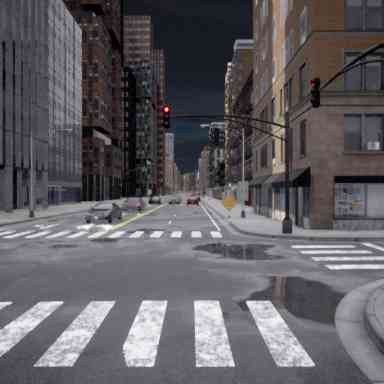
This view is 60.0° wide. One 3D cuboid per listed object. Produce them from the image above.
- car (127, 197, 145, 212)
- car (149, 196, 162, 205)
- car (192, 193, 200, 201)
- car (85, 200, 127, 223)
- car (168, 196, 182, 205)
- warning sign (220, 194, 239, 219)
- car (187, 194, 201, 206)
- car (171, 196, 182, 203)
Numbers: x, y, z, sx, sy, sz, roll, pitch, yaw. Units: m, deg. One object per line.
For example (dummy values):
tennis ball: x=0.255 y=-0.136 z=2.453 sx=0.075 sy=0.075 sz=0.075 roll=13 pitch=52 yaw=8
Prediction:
car: x=-6.592 y=1.356 z=37.783 sx=2.097 sy=1.767 sz=4.553 roll=0 pitch=0 yaw=0
car: x=-6.501 y=1.492 z=59.008 sx=1.882 sy=1.535 sz=5.008 roll=0 pitch=0 yaw=0
car: x=0.985 y=1.261 z=85.643 sx=2.150 sy=2.045 sz=5.566 roll=0 pitch=0 yaw=0
car: x=-6.605 y=1.527 z=25.449 sx=1.812 sy=1.442 sz=4.674 roll=0 pitch=0 yaw=2
car: x=-3.144 y=1.614 z=59.341 sx=1.895 sy=1.301 sz=4.718 roll=0 pitch=0 yaw=0
warning sign: x=2.857 y=1.116 z=25.608 sx=1.300 sy=1.860 sz=1.060 roll=0 pitch=0 yaw=0
car: x=0.106 y=1.489 z=54.799 sx=1.882 sy=1.535 sz=5.008 roll=0 pitch=0 yaw=0
car: x=-3.146 y=1.568 z=69.599 sx=2.033 sy=1.411 sz=5.357 roll=0 pitch=0 yaw=0
